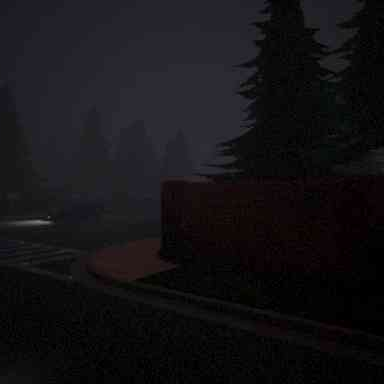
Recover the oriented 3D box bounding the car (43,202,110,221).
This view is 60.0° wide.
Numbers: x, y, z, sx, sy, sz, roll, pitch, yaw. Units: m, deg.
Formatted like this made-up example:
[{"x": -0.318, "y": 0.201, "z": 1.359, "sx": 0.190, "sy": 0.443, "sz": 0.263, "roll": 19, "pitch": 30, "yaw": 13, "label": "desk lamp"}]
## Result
[{"x": -9.365, "y": 1.522, "z": 27.490, "sx": 2.033, "sy": 1.411, "sz": 5.357, "roll": 0, "pitch": 0, "yaw": 35, "label": "car"}]
